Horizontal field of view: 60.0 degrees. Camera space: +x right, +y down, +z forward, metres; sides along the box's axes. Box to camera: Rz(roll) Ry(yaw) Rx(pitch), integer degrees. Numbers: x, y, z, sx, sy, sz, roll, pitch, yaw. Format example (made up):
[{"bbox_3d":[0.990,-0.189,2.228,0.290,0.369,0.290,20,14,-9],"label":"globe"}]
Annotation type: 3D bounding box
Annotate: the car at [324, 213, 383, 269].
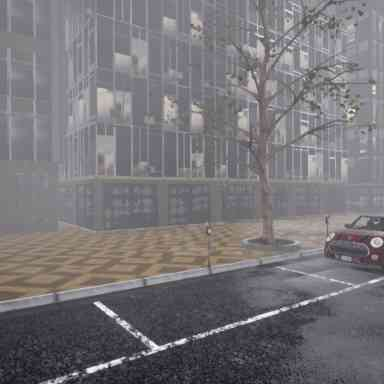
[{"bbox_3d":[6.183,1.439,10.985,4.097,1.590,1.967,0,0,-36],"label":"car"}]
